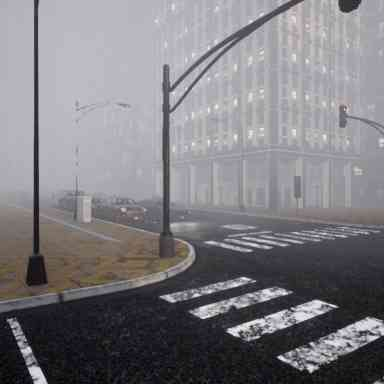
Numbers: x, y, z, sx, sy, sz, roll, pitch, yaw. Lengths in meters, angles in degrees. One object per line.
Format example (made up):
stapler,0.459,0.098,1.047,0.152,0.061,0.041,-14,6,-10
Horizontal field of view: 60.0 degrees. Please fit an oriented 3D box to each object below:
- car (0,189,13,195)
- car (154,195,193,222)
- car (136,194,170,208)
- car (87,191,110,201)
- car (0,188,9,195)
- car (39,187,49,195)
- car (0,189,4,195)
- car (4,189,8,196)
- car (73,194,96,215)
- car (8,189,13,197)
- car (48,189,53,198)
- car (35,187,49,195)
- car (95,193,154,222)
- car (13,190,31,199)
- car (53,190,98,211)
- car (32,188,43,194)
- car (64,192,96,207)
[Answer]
car,-40.271,0.015,72.108,1.947,1.339,4.313,1,0,-36
car,-2.143,1.183,23.240,2.033,1.411,5.357,0,1,-36
car,-4.303,0.982,36.233,1.802,1.307,4.206,1,0,-36
car,-14.036,0.643,49.839,1.947,1.339,4.313,1,0,-36
car,-43.513,-0.113,76.642,1.887,1.381,4.507,1,0,-36
car,-33.501,-0.021,77.050,1.887,1.381,4.507,1,0,-36
car,-37.027,0.107,67.575,2.008,1.369,4.403,1,0,-36
car,-33.783,0.208,63.041,1.887,1.381,4.507,1,0,-36
car,-7.839,1.103,26.773,1.802,1.307,4.206,1,0,-36
car,-30.540,0.321,58.508,2.008,1.369,4.403,1,0,-36
car,-23.089,0.378,58.018,1.812,1.442,4.674,0,1,-36
car,-36.740,-0.357,81.585,2.192,1.841,5.009,1,0,-36
car,-4.592,1.068,22.239,1.967,1.590,4.097,1,0,-36
car,-27.297,0.422,53.974,1.887,1.381,4.507,1,0,-36
car,-11.075,0.729,31.306,2.192,1.841,5.009,1,0,-36
car,-39.990,-0.213,86.121,1.947,1.339,4.313,1,0,-36
car,-12.999,0.768,38.442,2.128,1.511,4.902,0,1,-35
